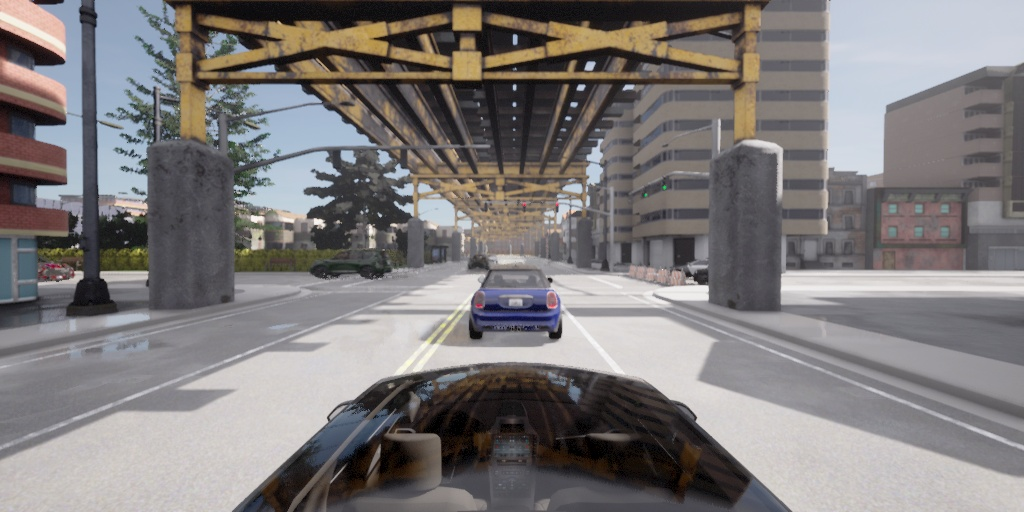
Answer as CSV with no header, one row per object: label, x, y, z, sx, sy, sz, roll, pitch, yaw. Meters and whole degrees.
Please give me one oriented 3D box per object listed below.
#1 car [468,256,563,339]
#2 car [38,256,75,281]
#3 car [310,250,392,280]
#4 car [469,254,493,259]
car,0.100,0.992,9.835,2.097,1.767,4.553,0,1,1
car,-30.684,0.747,22.550,4.553,1.767,2.097,0,1,1
car,-11.636,0.610,26.128,5.566,2.045,2.150,0,1,1
car,-3.479,0.590,38.402,2.097,1.767,4.553,0,1,0
